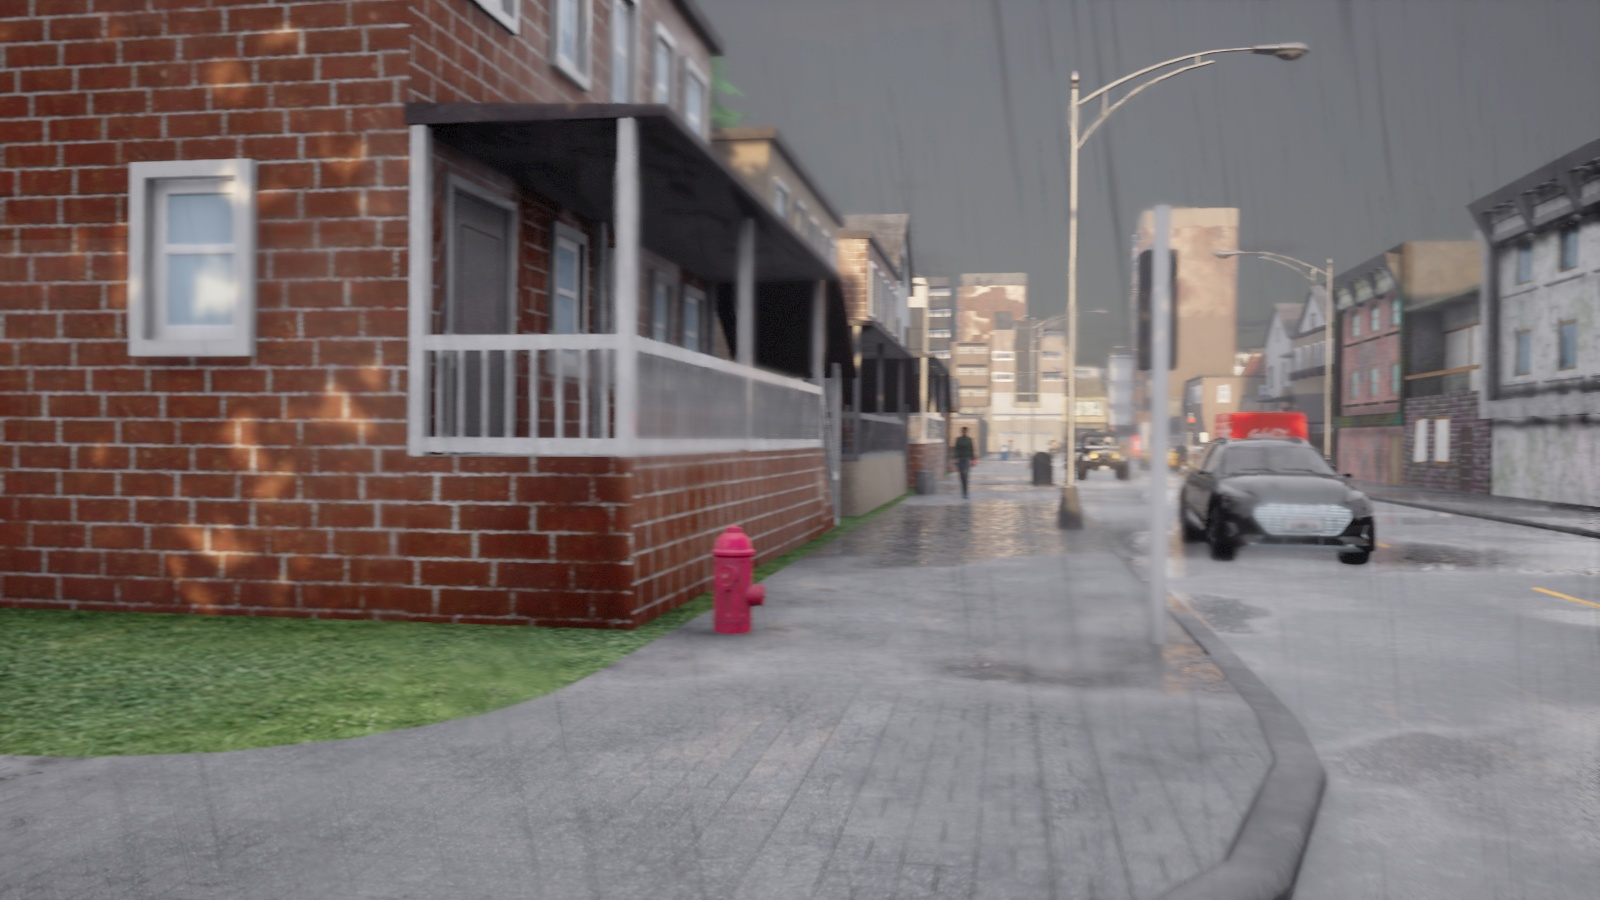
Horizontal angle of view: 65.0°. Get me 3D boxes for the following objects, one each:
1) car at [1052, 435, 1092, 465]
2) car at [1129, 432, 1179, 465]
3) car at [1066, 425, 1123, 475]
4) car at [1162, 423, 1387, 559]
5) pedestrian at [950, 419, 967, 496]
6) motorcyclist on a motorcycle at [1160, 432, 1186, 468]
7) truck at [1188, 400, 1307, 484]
[{"bbox_3d":[14.143,0.002,65.379,1.845,1.501,3.633,-1,1,9],"label":"car"},{"bbox_3d":[17.984,-0.107,64.022,1.801,1.575,5.366,-1,1,8],"label":"car"},{"bbox_3d":[11.607,-0.031,49.657,1.905,1.878,3.866,-1,1,9],"label":"car"},{"bbox_3d":[6.462,0.478,17.717,2.033,1.649,4.856,-1,1,9],"label":"car"},{"bbox_3d":[3.845,0.167,30.442,0.353,1.847,0.614,-1,1,9],"label":"pedestrian"},{"bbox_3d":[16.734,-0.002,56.322,0.866,1.590,1.817,-1,1,9],"label":"motorcyclist on a motorcycle"},{"bbox_3d":[14.080,-0.250,39.887,2.627,2.467,5.204,-1,1,9],"label":"truck"}]
